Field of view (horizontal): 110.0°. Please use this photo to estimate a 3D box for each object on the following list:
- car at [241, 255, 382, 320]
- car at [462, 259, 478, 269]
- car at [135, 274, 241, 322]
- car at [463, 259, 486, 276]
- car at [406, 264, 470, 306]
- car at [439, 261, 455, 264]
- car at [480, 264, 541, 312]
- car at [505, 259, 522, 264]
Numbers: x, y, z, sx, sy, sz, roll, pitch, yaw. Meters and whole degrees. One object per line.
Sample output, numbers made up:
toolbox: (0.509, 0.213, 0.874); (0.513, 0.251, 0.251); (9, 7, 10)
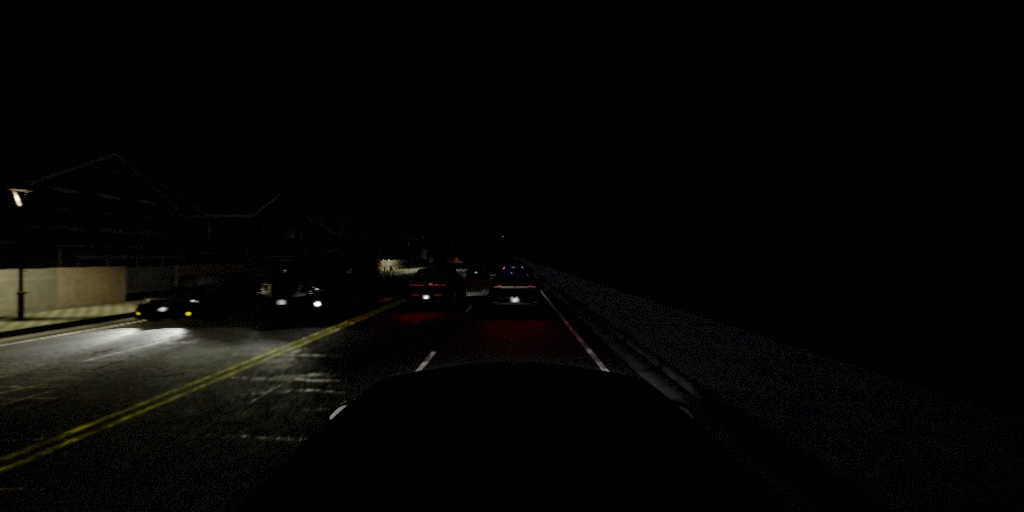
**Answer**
car: (-6.597, 0.969, 13.028); (2.150, 2.045, 5.566); (0, 0, 0)
car: (-6.553, 1.228, 56.172); (1.837, 1.490, 4.892); (0, 0, 0)
car: (-9.850, 1.311, 12.099); (1.994, 1.385, 4.181); (0, 0, 0)
car: (-3.147, 1.262, 33.665); (1.812, 1.442, 4.674); (0, 0, 0)
car: (-3.148, 1.252, 15.548); (1.837, 1.490, 4.892); (0, 0, 0)
car: (-9.820, 1.326, 53.235); (1.895, 1.301, 4.718); (0, 0, 0)
car: (0.101, 1.239, 14.245); (2.128, 1.511, 4.902); (0, 0, 0)
car: (0.101, 1.090, 32.253); (2.097, 1.767, 4.553); (0, 0, 0)
